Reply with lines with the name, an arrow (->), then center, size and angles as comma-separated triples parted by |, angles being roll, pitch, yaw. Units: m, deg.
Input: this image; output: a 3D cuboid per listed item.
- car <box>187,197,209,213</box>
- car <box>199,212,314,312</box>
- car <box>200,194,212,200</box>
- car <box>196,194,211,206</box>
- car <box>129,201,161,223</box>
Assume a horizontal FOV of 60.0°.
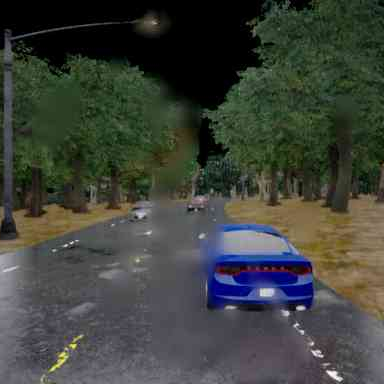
car -> 0.571, 1.522, 36.313 | 1.895, 1.301, 4.718 | 0, 0, 4
car -> 1.217, 1.475, 7.856 | 1.882, 1.535, 5.008 | 0, 0, 0
car -> 3.387, 1.257, 80.089 | 2.033, 1.411, 5.357 | 0, 0, 13
car -> 1.343, 1.215, 46.975 | 2.097, 1.767, 4.553 | 0, 0, 7
car -> -3.519, 1.456, 25.619 | 2.128, 1.511, 4.902 | 0, 0, 1
